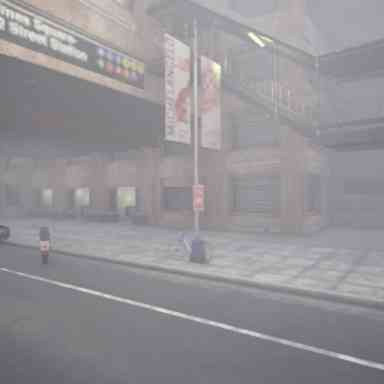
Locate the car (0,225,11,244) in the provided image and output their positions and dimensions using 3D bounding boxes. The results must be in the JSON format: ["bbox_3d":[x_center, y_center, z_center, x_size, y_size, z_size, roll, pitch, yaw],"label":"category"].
[{"bbox_3d":[-10.340,1.754,15.203,4.718,1.301,1.895,-1,0,35],"label":"car"}]
